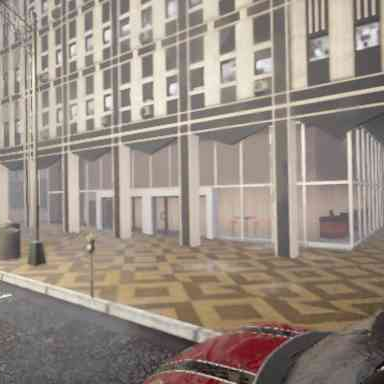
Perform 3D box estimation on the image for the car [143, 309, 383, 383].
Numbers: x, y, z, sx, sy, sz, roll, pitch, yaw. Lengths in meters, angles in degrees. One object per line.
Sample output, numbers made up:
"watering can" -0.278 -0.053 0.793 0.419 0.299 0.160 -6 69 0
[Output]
"car" 1.428 1.440 1.877 4.097 1.590 1.967 0 -1 36
